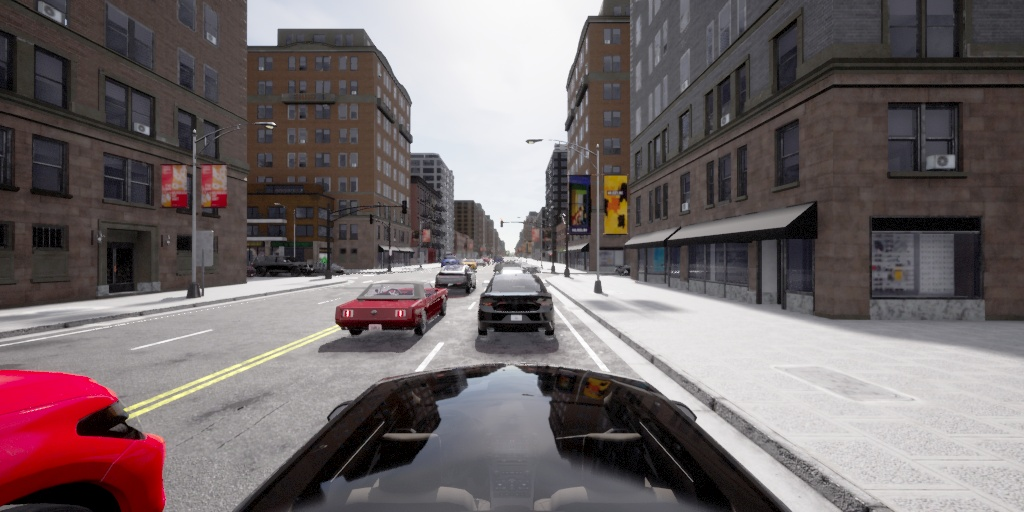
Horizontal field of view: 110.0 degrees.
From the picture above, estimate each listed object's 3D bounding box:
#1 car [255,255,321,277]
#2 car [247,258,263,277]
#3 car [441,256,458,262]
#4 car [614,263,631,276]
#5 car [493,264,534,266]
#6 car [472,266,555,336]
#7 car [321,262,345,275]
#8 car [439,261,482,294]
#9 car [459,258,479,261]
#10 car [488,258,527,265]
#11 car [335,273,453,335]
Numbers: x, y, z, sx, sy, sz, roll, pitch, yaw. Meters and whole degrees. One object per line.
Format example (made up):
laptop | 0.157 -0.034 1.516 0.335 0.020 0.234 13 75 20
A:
car | -22.125 0.963 34.740 5.566 2.045 2.150 0 0 0
car | -25.359 1.170 32.223 4.097 1.591 1.967 0 0 0
car | -9.746 0.963 56.296 2.150 2.045 5.566 0 0 -1
car | 13.305 1.278 37.789 4.902 1.511 2.128 0 0 0
car | 0.034 1.313 19.336 1.994 1.385 4.181 0 0 0
car | 0.111 1.227 10.478 1.882 1.535 5.008 0 0 0
car | -19.861 1.317 37.660 4.181 1.385 1.994 0 0 0
car | -3.110 1.240 20.393 2.128 1.511 4.902 0 0 0
car | -6.495 1.220 54.214 1.882 1.535 5.008 0 0 0
car | 0.521 1.239 36.450 4.902 1.511 2.128 0 0 27
car | -3.133 1.351 10.458 1.895 1.301 4.718 0 0 0
